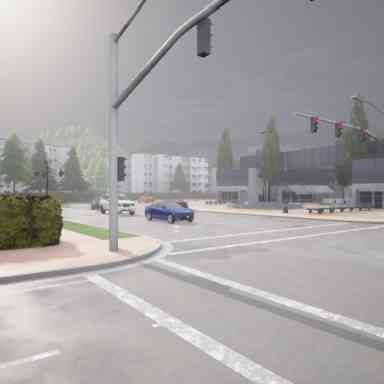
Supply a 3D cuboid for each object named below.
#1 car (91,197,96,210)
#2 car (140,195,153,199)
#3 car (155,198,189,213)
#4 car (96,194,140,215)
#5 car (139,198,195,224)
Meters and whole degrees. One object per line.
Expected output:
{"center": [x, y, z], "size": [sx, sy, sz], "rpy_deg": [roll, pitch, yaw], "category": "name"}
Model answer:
{"center": [-11.915, 1.352, 42.940], "size": [2.097, 1.767, 4.553], "rpy_deg": [0, 0, -17], "category": "car"}
{"center": [-9.288, 1.352, 68.133], "size": [2.097, 1.767, 4.553], "rpy_deg": [0, 0, 15], "category": "car"}
{"center": [-2.362, 1.477, 38.677], "size": [1.882, 1.535, 5.008], "rpy_deg": [0, 0, -30], "category": "car"}
{"center": [-7.601, 1.221, 33.554], "size": [2.150, 2.045, 5.566], "rpy_deg": [0, 0, -32], "category": "car"}
{"center": [-1.792, 1.478, 25.376], "size": [1.882, 1.535, 5.008], "rpy_deg": [0, 0, -37], "category": "car"}
